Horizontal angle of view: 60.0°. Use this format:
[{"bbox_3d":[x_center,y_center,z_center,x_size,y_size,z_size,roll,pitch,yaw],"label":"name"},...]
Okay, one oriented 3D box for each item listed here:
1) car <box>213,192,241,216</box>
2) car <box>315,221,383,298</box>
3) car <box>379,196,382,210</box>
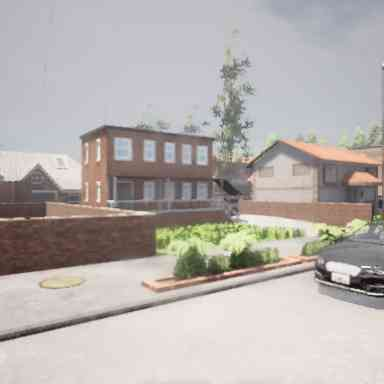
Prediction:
[{"bbox_3d":[1.892,0.970,24.917,3.866,1.878,1.905,0,0,-35],"label":"car"},{"bbox_3d":[5.003,1.489,8.173,4.902,1.511,2.128,0,0,-36],"label":"car"},{"bbox_3d":[18.626,1.121,34.086,1.845,1.501,3.633,0,0,-35],"label":"car"}]
